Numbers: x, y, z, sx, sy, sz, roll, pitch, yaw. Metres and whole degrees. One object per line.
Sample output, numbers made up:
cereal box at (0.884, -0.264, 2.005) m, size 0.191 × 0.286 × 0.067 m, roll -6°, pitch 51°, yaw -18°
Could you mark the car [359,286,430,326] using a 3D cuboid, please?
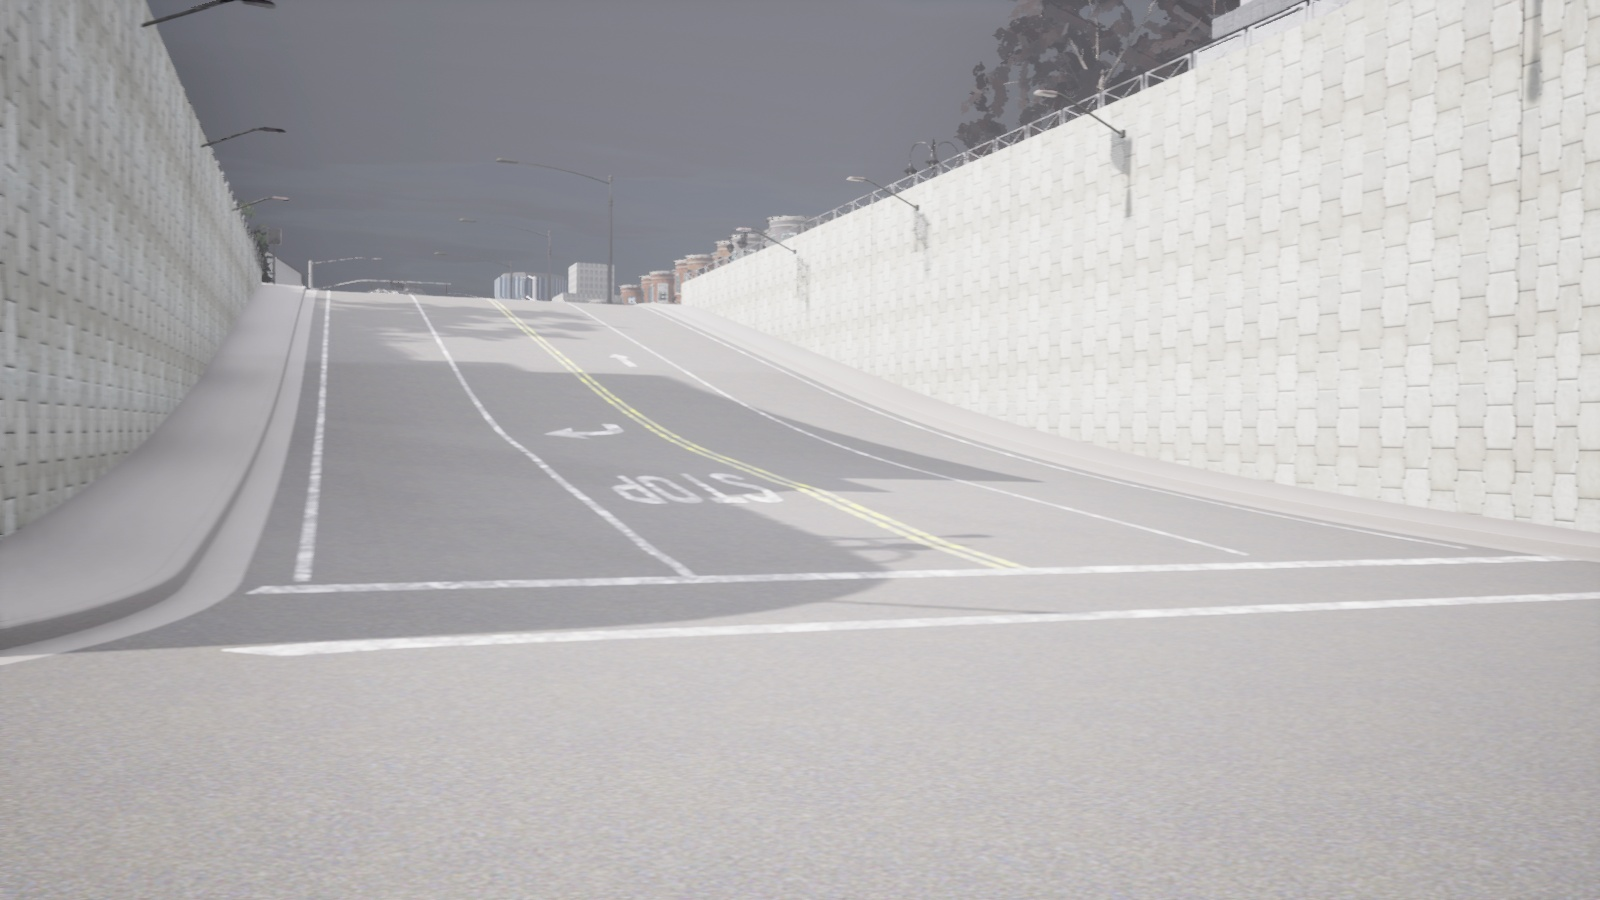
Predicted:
car at (-22.995, -8.177, 71.447) m, size 1.932 × 1.855 × 4.605 m, roll 0°, pitch 2°, yaw 9°
